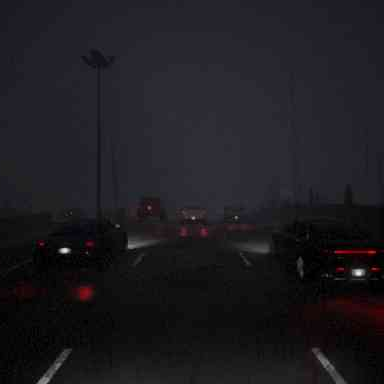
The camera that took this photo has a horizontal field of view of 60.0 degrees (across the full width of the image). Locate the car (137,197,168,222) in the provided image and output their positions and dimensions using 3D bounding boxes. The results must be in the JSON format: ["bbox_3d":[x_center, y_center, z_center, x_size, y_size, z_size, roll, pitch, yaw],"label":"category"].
[{"bbox_3d":[-3.410,1.515,29.316,2.150,2.045,5.566,0,-3,0],"label":"car"}]

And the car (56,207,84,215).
[{"bbox_3d":[-14.029,2.575,39.623,1.837,1.490,4.892,0,-6,0],"label":"car"}]

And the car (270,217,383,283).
[{"bbox_3d":[3.597,1.482,9.606,1.837,1.490,4.892,0,0,0],"label":"car"}]

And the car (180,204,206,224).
[{"bbox_3d":[0.094,1.639,25.197,1.812,1.442,4.674,0,-2,0],"label":"car"}]

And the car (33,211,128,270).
[{"bbox_3d":[-3.403,1.537,10.889,1.994,1.385,4.181,0,0,0],"label":"car"}]

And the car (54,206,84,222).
[{"bbox_3d":[-17.512,3.216,47.695,2.150,2.045,5.566,0,-7,0],"label":"car"}]

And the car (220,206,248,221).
[{"bbox_3d":[3.591,1.891,29.220,1.895,1.301,4.718,0,-3,0],"label":"car"}]
